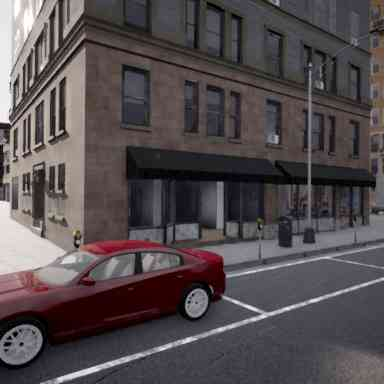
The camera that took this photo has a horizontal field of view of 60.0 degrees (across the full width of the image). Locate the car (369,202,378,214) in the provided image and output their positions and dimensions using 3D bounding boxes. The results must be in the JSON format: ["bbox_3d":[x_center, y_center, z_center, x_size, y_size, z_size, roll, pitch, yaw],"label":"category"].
[{"bbox_3d":[14.200,1.361,30.841,1.812,1.442,4.674,1,0,-33],"label":"car"}]

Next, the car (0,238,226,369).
[{"bbox_3d":[-1.449,1.545,5.717,4.507,1.381,1.887,0,1,-35],"label":"car"}]

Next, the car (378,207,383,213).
[{"bbox_3d":[16.458,1.367,33.270,1.837,1.490,4.892,1,0,-35],"label":"car"}]
